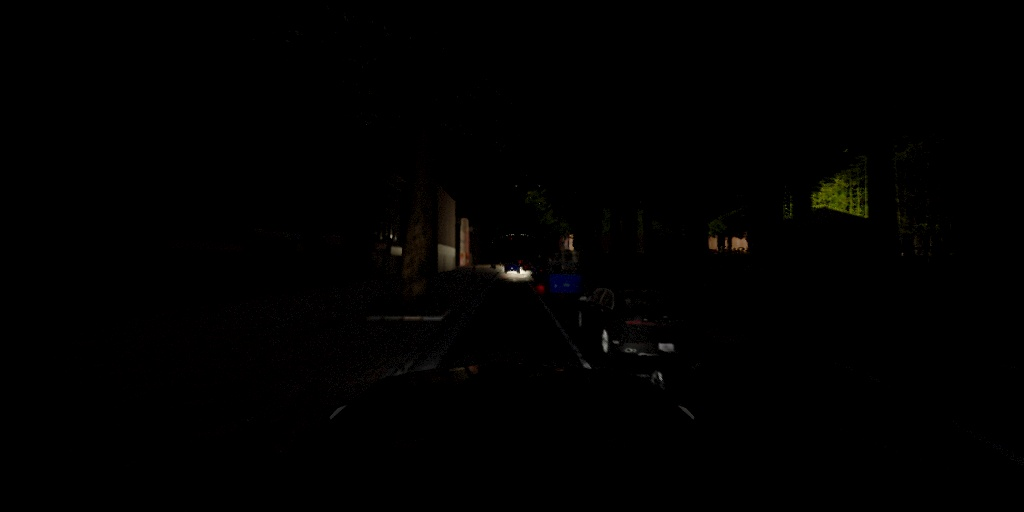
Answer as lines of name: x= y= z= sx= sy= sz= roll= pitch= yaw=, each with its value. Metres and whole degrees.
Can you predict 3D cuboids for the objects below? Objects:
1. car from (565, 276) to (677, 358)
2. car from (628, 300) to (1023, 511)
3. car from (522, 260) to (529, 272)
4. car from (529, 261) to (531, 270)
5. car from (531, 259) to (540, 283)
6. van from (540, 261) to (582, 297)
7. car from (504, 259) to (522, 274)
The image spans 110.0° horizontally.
car: x=2.639 y=1.332 z=8.322 sx=2.007 sy=1.370 sz=4.403 roll=0 pitch=0 yaw=0
car: x=2.639 y=1.321 z=2.873 sx=1.948 sy=1.339 sz=4.313 roll=0 pitch=0 yaw=0
car: x=2.639 y=1.623 z=51.915 sx=1.802 sy=1.307 sz=4.207 roll=0 pitch=0 yaw=0
car: x=3.015 y=1.417 z=36.503 sx=1.882 sy=1.535 sz=5.008 roll=0 pitch=0 yaw=0
car: x=2.988 y=1.250 z=29.473 sx=2.097 sy=1.767 sz=4.553 roll=0 pitch=0 yaw=0
van: x=2.639 y=1.180 z=19.220 sx=1.690 sy=1.789 sz=3.998 roll=0 pitch=0 yaw=0
car: x=0.003 y=1.396 z=46.372 sx=1.882 sy=1.535 sz=5.008 roll=0 pitch=-1 yaw=0
